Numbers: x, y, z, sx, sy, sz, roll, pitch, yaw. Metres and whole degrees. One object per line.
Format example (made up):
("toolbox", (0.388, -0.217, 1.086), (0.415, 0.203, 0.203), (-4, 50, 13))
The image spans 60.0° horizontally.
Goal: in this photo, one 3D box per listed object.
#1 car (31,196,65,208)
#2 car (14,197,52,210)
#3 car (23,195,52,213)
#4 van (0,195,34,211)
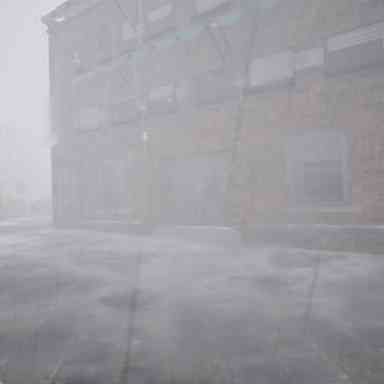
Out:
("car", (-22.151, 1.545, 51.234), (4.674, 1.452, 2.002), (-3, 2, 24))
("car", (-23.268, 1.661, 48.679), (4.892, 1.521, 2.231), (-3, 2, 24))
("car", (-15.253, 1.290, 36.297), (5.566, 2.045, 2.435), (-3, 1, 24))
("van", (-24.280, 1.578, 46.063), (4.442, 1.987, 1.878), (-3, 2, 24))
